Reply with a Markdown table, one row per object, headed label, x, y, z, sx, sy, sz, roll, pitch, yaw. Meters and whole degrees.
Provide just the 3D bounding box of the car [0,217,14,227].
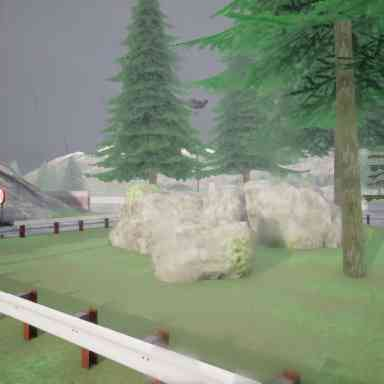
| label | x | y | z | sx | sy | sz | roll | pitch | yaw |
| --- | --- | --- | --- | --- | --- | --- | --- | --- | --- |
| car | -10.926 | 1.358 | 15.444 | 5.357 | 1.411 | 2.033 | 0 | 0 | 17 |
